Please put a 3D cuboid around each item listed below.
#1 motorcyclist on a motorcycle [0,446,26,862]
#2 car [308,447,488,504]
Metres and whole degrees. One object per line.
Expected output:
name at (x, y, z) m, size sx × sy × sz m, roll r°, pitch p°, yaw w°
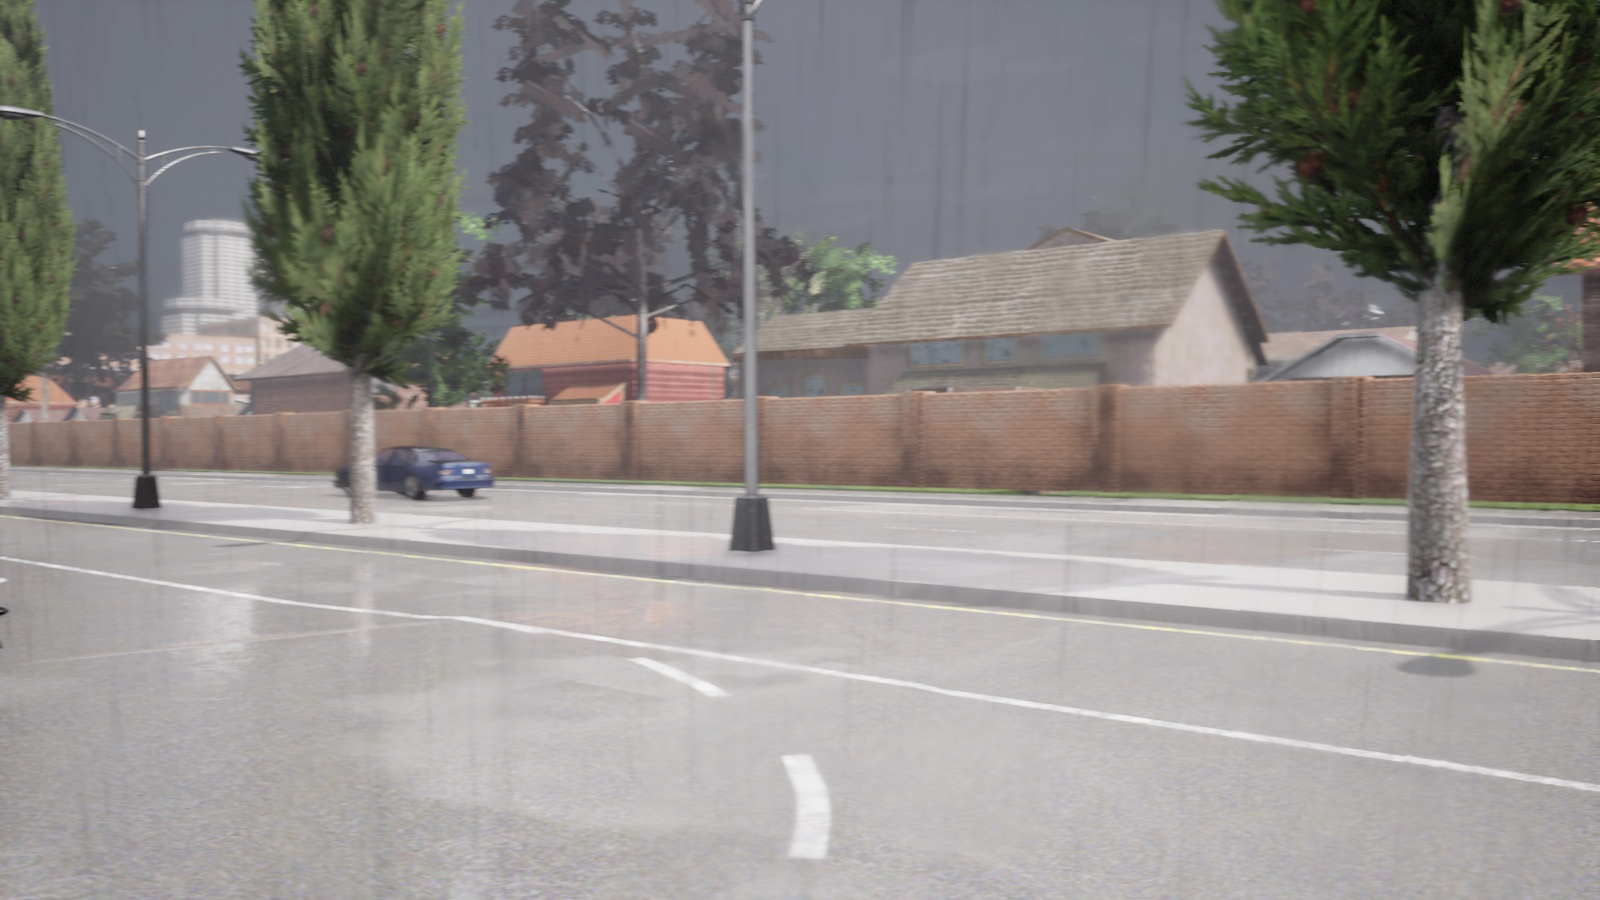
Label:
motorcyclist on a motorcycle at (-3.406, 0.763, 3.685) m, size 0.866 × 1.530 × 2.191 m, roll -2°, pitch 0°, yaw 0°
car at (-10.971, 0.638, 34.080) m, size 5.357 × 1.411 × 2.033 m, roll 0°, pitch 1°, yaw 39°
